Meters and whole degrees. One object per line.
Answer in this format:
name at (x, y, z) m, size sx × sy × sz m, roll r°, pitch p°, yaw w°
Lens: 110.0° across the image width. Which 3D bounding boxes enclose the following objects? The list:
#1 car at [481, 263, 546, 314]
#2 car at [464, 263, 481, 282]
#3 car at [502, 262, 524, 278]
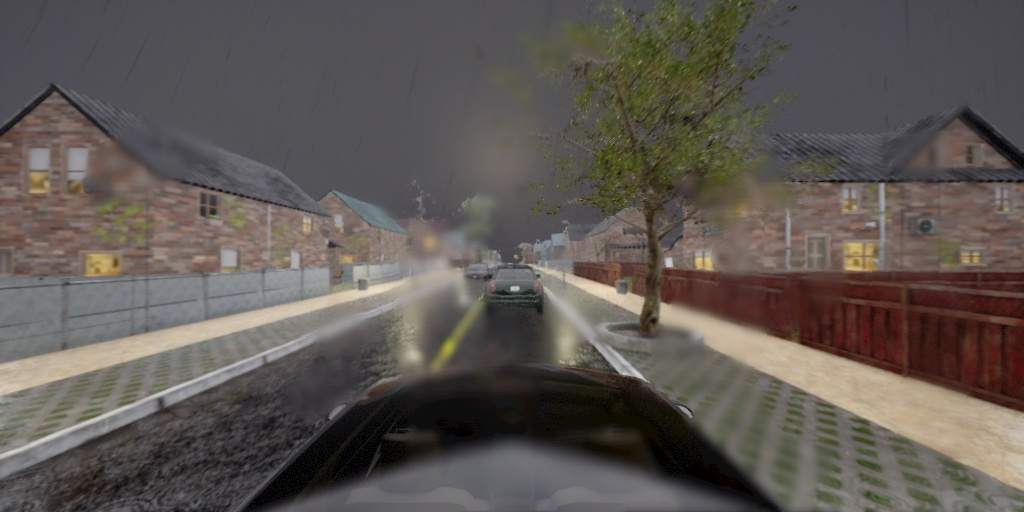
car at (0.104, 1.115, 14.042) m, size 2.097 × 1.767 × 4.553 m, roll 0°, pitch 0°, yaw 0°
car at (-2.742, 1.337, 29.533) m, size 1.837 × 1.490 × 4.892 m, roll 0°, pitch 0°, yaw 0°
car at (0.110, 1.369, 36.122) m, size 2.033 × 1.411 × 5.357 m, roll 0°, pitch 0°, yaw 0°
